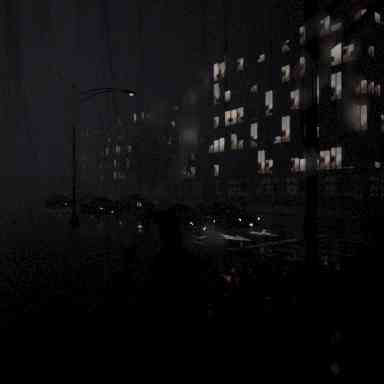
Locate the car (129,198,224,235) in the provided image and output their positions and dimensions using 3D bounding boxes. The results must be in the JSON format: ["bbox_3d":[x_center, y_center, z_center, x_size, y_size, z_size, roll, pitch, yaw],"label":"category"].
[{"bbox_3d":[-1.030,1.292,17.668,2.033,1.411,5.357,0,1,-38],"label":"car"}]

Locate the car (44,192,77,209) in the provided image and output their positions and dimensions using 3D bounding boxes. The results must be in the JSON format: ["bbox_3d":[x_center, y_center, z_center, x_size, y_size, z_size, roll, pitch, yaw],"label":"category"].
[{"bbox_3d":[-13.242,0.947,33.193,1.994,1.385,4.181,0,1,-38],"label":"car"}]

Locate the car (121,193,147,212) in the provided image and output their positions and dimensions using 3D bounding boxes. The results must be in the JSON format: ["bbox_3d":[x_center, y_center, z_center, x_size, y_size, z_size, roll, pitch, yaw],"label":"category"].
[{"bbox_3d":[-4.613,0.911,27.468,2.097,1.767,4.553,0,1,-38],"label":"car"}]

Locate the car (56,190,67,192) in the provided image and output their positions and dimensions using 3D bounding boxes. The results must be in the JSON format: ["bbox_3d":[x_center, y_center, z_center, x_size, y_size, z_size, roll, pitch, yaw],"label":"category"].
[{"bbox_3d":[-25.406,0.300,64.824,1.812,1.442,4.674,0,1,-38],"label":"car"}]

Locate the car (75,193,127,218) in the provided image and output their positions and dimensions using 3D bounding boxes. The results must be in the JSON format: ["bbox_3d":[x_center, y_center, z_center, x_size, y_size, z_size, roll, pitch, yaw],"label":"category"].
[{"bbox_3d":[-7.043,1.092,25.294,1.812,1.442,4.674,0,1,-38],"label":"car"}]

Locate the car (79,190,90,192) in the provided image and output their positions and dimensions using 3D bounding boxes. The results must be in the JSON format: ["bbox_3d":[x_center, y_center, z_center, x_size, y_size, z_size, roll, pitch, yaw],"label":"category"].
[{"bbox_3d":[-18.076,0.483,55.472,2.128,1.511,4.902,0,1,-38],"label":"car"}]

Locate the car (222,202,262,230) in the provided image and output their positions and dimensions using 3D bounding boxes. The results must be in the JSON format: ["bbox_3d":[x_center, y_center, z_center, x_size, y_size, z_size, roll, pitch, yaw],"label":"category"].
[{"bbox_3d":[1.576,1.289,19.667,2.033,1.411,5.357,0,1,-36],"label":"car"}]
